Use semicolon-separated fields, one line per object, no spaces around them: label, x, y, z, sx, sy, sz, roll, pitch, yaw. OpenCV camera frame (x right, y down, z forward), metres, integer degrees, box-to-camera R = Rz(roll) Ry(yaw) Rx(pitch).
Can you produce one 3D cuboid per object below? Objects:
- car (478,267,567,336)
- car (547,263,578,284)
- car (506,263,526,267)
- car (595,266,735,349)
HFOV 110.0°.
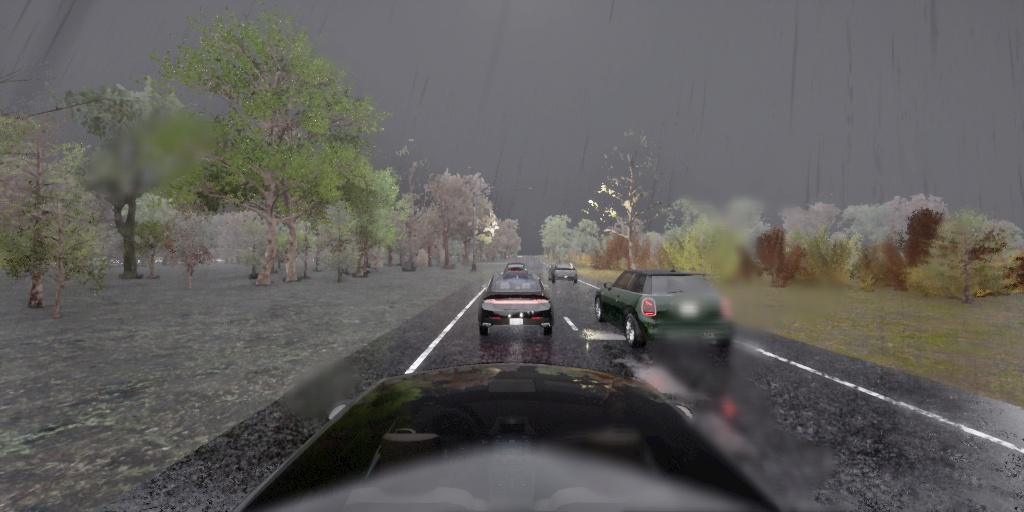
car;0.101;1.243;10.395;2.128;1.511;4.902;0;0;0
car;3.800;1.245;27.336;2.128;1.511;4.902;0;0;1
car;0.304;1.259;27.608;1.837;1.490;4.892;0;0;1
car;3.598;1.103;9.359;2.097;1.767;4.553;0;0;1
